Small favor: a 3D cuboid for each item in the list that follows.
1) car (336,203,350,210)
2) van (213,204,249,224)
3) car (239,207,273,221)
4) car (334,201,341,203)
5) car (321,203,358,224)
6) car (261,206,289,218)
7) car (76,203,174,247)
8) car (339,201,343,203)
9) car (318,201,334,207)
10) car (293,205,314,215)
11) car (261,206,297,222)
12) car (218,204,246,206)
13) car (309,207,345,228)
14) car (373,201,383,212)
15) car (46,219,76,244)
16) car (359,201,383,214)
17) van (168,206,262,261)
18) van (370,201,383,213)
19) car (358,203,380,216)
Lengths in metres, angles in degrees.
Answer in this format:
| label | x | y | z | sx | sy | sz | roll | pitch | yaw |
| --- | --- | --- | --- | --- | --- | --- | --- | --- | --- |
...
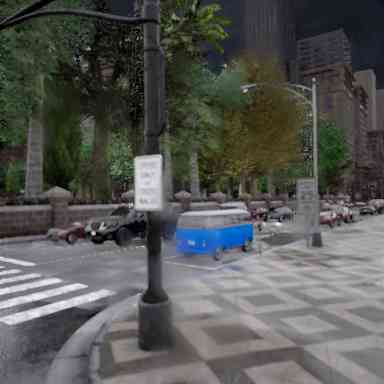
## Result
| label | x | y | z | sx | sy | sz | roll | pitch | yaw |
| --- | --- | --- | --- | --- | --- | --- | --- | --- | --- |
| car | 32.804 | 3.075 | 72.192 | 1.947 | 1.339 | 4.313 | -2 | -2 | 36 |
| van | 3.798 | 2.046 | 31.824 | 1.690 | 1.788 | 3.998 | -2 | -2 | 36 |
| car | 7.024 | 2.341 | 36.304 | 1.887 | 1.381 | 4.507 | -2 | -2 | 36 |
| car | 26.358 | 2.917 | 63.219 | 1.802 | 1.307 | 4.206 | -2 | -2 | 36 |
| car | 13.952 | 2.093 | 31.345 | 1.967 | 1.590 | 4.097 | -2 | -2 | 36 |
| car | 10.247 | 2.468 | 40.789 | 1.802 | 1.307 | 4.206 | -2 | -2 | 36 |
| car | -2.999 | 1.629 | 17.777 | 2.150 | 2.045 | 5.566 | -1 | -2 | 36 |
| car | 29.577 | 2.738 | 67.715 | 2.192 | 1.841 | 5.009 | -2 | -2 | 36 |
| car | 23.134 | 2.687 | 58.737 | 1.967 | 1.590 | 4.097 | -2 | -2 | 36 |
| car | 16.691 | 2.649 | 49.761 | 1.802 | 1.307 | 4.206 | -2 | -2 | 36 |
| car | 8.875 | 2.246 | 34.276 | 1.837 | 1.490 | 4.892 | -1 | -2 | 36 |
| car | 2.825 | 1.923 | 25.875 | 2.097 | 1.767 | 4.553 | -1 | -2 | 36 |
| car | 10.733 | 2.144 | 26.854 | 1.802 | 1.307 | 4.206 | -2 | -2 | 36 |
| car | 33.284 | 2.507 | 58.265 | 2.192 | 1.841 | 5.009 | -2 | -2 | 36 |
| car | -5.865 | 2.014 | 18.358 | 1.802 | 1.307 | 4.206 | -2 | -2 | 36 |
| car | 26.839 | 2.329 | 49.293 | 2.192 | 1.841 | 5.009 | -2 | -2 | 36 |
| van | 1.062 | 1.630 | 13.404 | 1.690 | 1.788 | 3.998 | -2 | -2 | 36 |
| van | 30.062 | 2.445 | 53.778 | 1.690 | 1.788 | 3.998 | -2 | -2 | 36 |
| car | 23.622 | 2.490 | 44.799 | 1.947 | 1.339 | 4.313 | -2 | -2 | 36 |
